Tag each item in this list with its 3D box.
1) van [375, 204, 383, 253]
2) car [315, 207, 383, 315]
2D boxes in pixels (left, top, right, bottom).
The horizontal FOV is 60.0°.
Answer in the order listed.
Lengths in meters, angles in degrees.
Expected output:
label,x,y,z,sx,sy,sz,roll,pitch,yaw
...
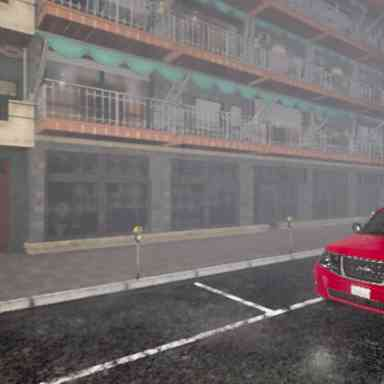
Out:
label,x,y,z,sx,sy,sz,roll,pitch,yaw
van,9.028,1.376,12.998,3.998,1.788,1.690,0,0,-35
car,4.927,1.239,6.890,5.566,2.045,2.150,0,0,-35
